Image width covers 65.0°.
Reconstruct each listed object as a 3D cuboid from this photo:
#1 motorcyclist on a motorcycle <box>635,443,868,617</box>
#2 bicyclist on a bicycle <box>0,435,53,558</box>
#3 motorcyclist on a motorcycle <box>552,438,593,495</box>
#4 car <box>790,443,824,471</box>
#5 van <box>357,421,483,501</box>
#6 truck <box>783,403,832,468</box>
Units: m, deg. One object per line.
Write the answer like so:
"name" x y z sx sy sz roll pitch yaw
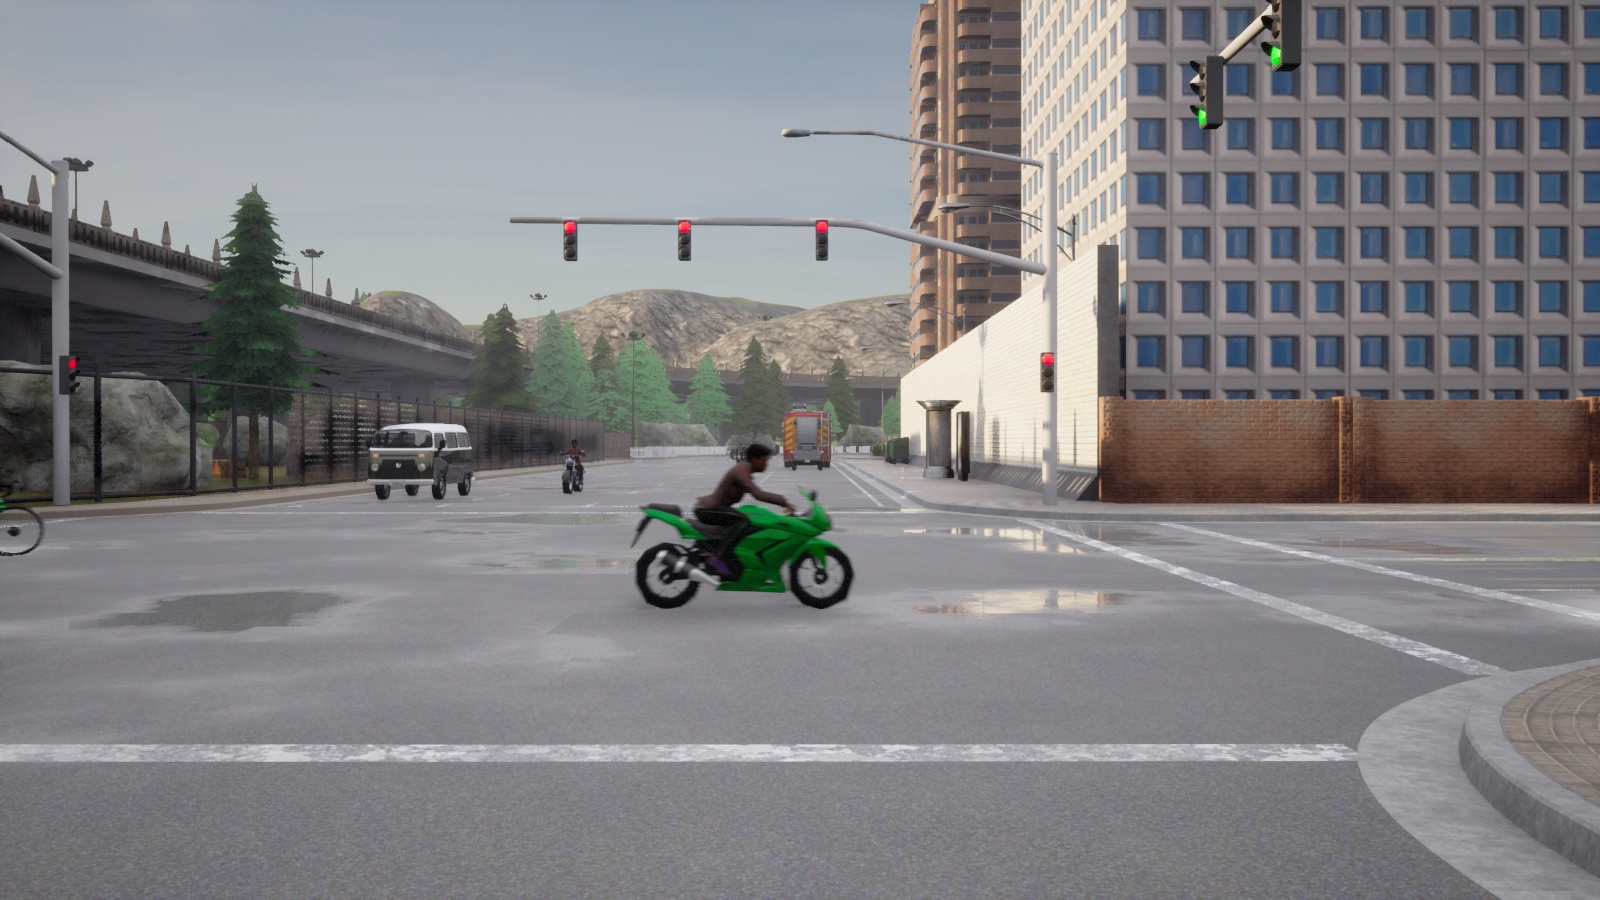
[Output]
"motorcyclist on a motorcycle" -0.426 0.697 11.421 2.044 1.523 0.797 0 0 0
"bicyclist on a bicycle" -10.941 0.620 16.732 1.656 1.620 0.582 0 -1 -26
"motorcyclist on a motorcycle" -6.781 0.480 37.514 0.766 1.649 2.350 0 0 0
"car" 0.392 0.370 69.019 1.845 1.501 3.633 0 0 0
"van" -10.298 0.268 34.390 2.069 2.038 4.480 0 0 0
"truck" 0.443 -0.860 78.360 2.891 3.827 8.468 0 0 0
